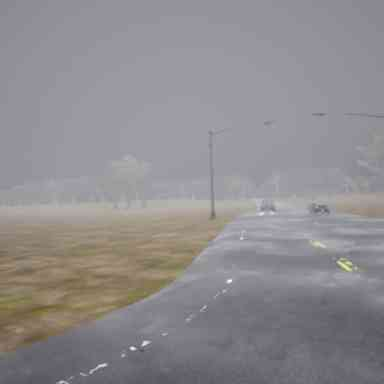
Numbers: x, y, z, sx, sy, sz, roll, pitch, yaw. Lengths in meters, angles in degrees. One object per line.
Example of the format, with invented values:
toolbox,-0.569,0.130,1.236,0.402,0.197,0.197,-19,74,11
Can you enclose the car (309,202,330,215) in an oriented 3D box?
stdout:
car,15.959,2.021,41.928,1.837,1.490,4.892,-2,-2,10

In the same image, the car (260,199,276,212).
car,12.304,2.186,53.829,2.150,2.045,5.566,-3,-2,17
